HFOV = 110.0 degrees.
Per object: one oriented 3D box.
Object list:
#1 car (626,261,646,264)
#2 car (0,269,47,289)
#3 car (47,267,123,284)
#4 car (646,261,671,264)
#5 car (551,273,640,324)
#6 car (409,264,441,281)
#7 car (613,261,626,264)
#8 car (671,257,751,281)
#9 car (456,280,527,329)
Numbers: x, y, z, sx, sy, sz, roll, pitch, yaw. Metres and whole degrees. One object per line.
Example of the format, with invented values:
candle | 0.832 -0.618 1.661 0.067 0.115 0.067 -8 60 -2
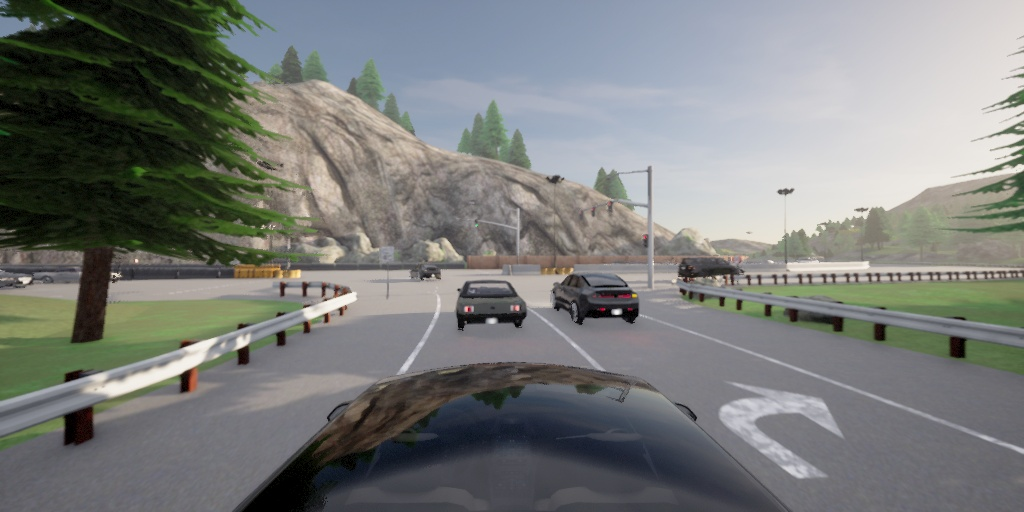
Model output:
car | 21.467 1.584 56.904 5.357 1.411 2.033 0 0 -13
car | -33.104 1.378 22.117 4.902 1.511 2.128 0 0 -13
car | -34.827 1.530 28.900 4.718 1.301 1.895 0 0 -13
car | 23.208 1.493 53.736 5.008 1.535 1.882 0 0 -13
car | 2.645 1.313 12.355 1.837 1.490 4.892 0 0 -6
car | -8.106 1.458 33.278 1.837 1.490 4.892 1 -1 -31
car | 20.224 1.550 60.197 4.902 1.511 2.128 0 0 -13
car | 16.845 1.111 30.424 5.566 2.045 2.150 0 0 -13
car | -0.824 1.409 11.512 1.895 1.301 4.718 0 0 -8
